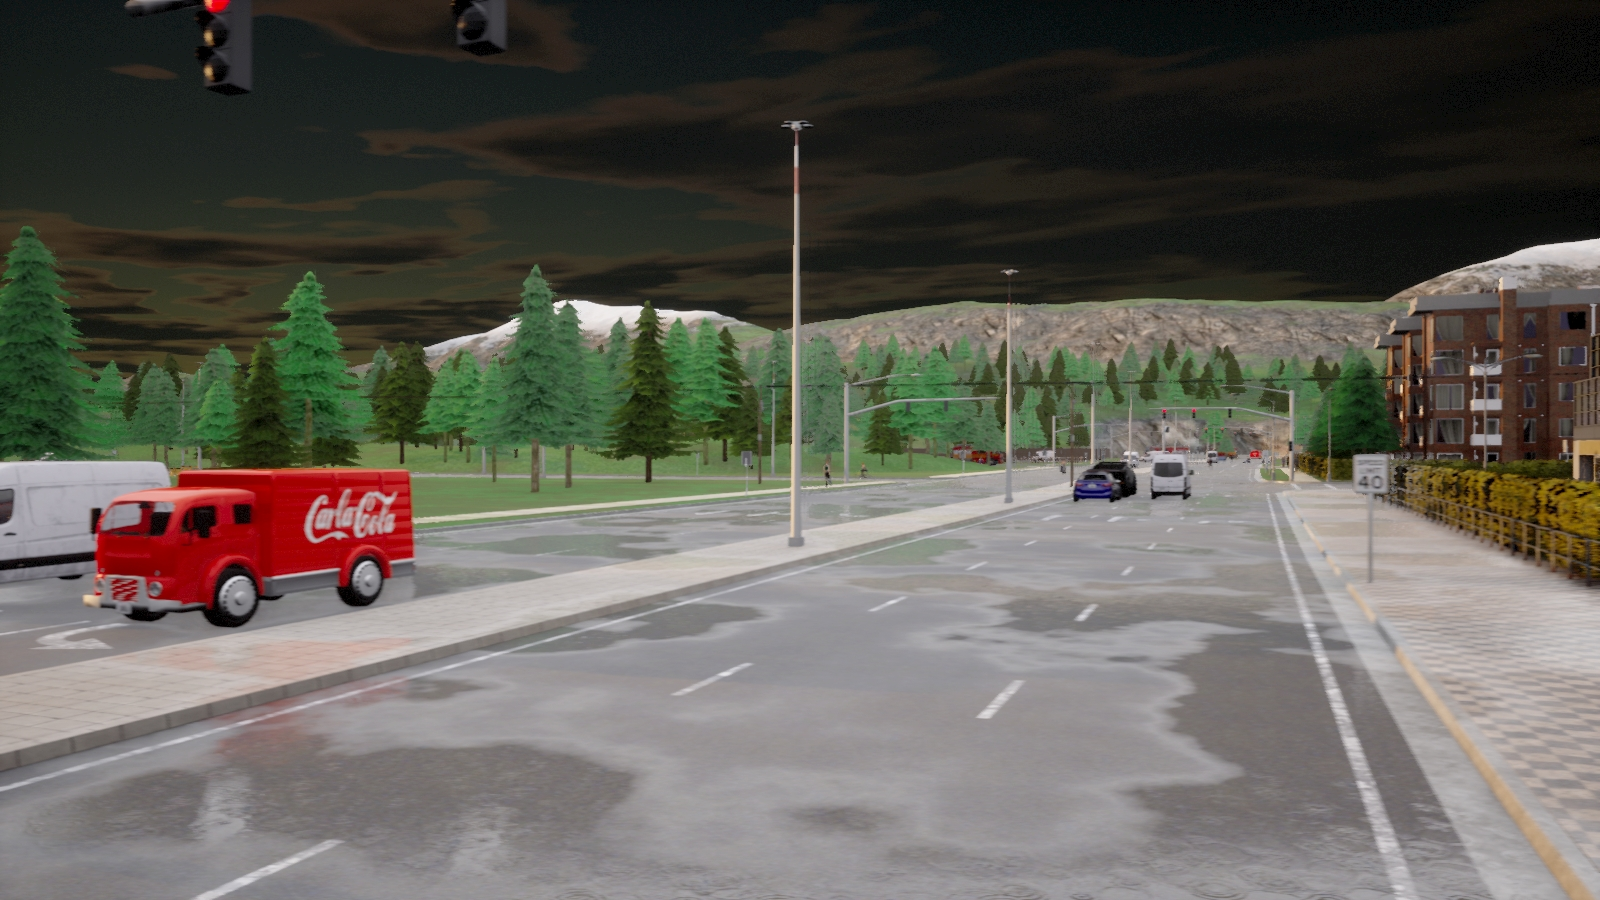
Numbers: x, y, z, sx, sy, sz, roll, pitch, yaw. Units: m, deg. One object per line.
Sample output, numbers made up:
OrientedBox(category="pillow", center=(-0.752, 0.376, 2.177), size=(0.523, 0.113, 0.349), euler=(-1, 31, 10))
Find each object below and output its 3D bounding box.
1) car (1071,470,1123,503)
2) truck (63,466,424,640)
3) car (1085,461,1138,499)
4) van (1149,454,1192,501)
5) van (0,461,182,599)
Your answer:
OrientedBox(category="car", center=(16.296, 1.963, 62.525), size=(2.242, 1.667, 4.611), euler=(0, 0, 22))
OrientedBox(category="truck", center=(-9.287, 1.560, 19.693), size=(2.627, 2.467, 5.204), euler=(0, 0, 21))
OrientedBox(category="car", center=(18.909, 1.749, 69.079), size=(2.390, 2.098, 6.274), euler=(0, 0, 22))
OrientedBox(category="van", center=(21.554, 1.531, 66.286), size=(1.988, 2.561, 5.915), euler=(0, 0, 22))
OrientedBox(category="van", center=(-15.603, 1.523, 22.765), size=(1.988, 2.561, 5.915), euler=(0, 0, 21))
